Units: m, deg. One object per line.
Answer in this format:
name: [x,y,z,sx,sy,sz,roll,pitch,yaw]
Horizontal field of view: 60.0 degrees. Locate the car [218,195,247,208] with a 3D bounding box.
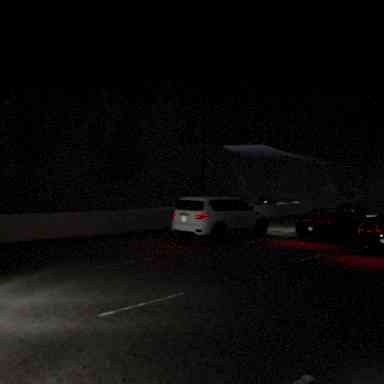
car: [5.897,1.376,48.336,2.097,1.767,4.553,1,0,37]

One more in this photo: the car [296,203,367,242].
car: [7.142,1.544,17.069,1.882,1.535,5.008,1,0,43]

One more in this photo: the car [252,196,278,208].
car: [10.946,1.435,49.395,2.097,1.767,4.553,1,0,36]

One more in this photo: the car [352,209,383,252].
car: [8.350,1.562,13.276,1.882,1.535,5.008,1,0,44]

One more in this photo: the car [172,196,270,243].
car: [1.542,1.223,16.280,2.150,2.045,5.566,1,0,45]

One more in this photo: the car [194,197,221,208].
car: [2.389,1.544,49.622,1.994,1.385,4.181,1,0,38]

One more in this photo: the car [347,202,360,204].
car: [15.242,1.698,31.599,2.033,1.411,5.357,1,0,39]
